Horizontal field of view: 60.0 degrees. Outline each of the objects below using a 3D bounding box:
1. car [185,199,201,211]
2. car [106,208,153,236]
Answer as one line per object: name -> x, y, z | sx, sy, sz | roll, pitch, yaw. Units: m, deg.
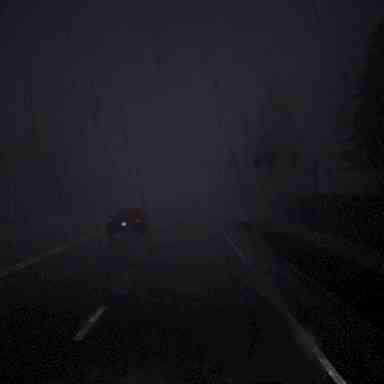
car -> 0.148, 1.543, 41.317 | 2.033, 1.411, 5.357 | 0, 0, 0
car -> -3.377, 1.561, 18.513 | 1.994, 1.385, 4.181 | 0, 0, 0
